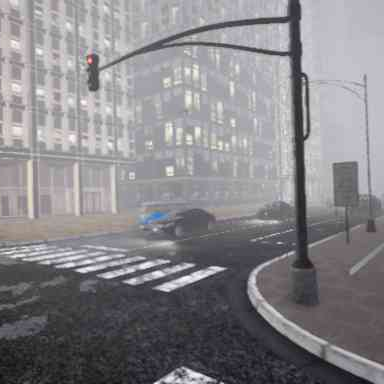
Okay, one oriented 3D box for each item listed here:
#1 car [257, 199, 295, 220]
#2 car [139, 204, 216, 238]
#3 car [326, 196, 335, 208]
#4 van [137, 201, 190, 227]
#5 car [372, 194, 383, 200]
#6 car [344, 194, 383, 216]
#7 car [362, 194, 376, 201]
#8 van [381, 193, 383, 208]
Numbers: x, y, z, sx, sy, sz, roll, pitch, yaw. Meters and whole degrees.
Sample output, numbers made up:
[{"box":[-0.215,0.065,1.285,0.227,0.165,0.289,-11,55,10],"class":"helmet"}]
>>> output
[{"box":[7.178,1.557,28.276,1.994,1.385,4.181,-2,-1,38],"class":"car"},{"box":[-0.429,1.602,18.493,1.812,1.442,4.674,-2,-1,38],"class":"car"},{"box":[20.394,1.398,45.132,2.033,1.411,5.357,-2,-1,38],"class":"car"},{"box":[-1.661,1.490,21.139,1.690,1.788,3.998,-2,-1,38],"class":"van"},{"box":[46.036,1.237,82.493,1.802,1.307,4.206,-2,-1,38],"class":"car"},{"box":[15.171,1.088,29.147,2.192,1.841,5.009,-2,-1,38],"class":"car"},{"box":[39.222,1.273,73.728,2.008,1.369,4.403,-2,-1,38],"class":"car"},{"box":[25.390,1.006,42.295,1.690,1.788,3.998,-2,-1,38],"class":"van"}]
